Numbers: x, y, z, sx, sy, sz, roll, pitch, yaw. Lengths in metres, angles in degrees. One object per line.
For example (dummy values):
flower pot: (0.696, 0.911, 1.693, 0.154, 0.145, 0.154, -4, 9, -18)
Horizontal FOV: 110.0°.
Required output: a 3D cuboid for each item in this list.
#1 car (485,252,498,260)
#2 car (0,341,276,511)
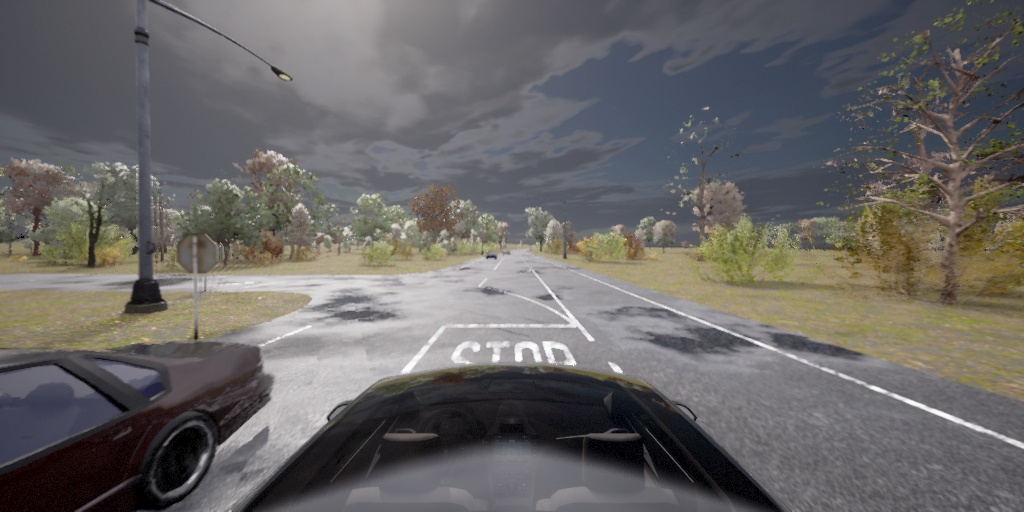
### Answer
car: (-3.399, -0.026, 59.996, 1.895, 1.301, 4.718, 0, 1, 0)
car: (-3.520, 1.301, 1.545, 2.033, 1.411, 5.357, 0, 1, 0)
